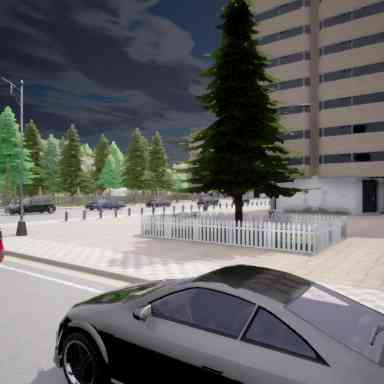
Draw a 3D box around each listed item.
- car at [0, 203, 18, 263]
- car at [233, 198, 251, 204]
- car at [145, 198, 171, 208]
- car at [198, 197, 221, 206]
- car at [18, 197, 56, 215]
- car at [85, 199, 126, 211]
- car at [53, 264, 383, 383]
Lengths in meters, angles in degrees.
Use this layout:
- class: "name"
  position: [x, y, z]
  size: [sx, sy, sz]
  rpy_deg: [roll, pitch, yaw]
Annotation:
- class: "car"
  position: [-7.352, 1.221, 9.179]
  size: [5.566, 2.045, 2.150]
  rpy_deg: [0, 0, 36]
- class: "car"
  position: [9.447, 1.505, 63.286]
  size: [1.837, 1.490, 4.892]
  rpy_deg: [0, 0, 35]
- class: "car"
  position: [-4.964, 1.564, 49.384]
  size: [1.994, 1.385, 4.181]
  rpy_deg: [0, 0, 36]
- class: "car"
  position: [2.865, 1.506, 54.033]
  size: [1.837, 1.490, 4.892]
  rpy_deg: [0, 0, 35]
- class: "car"
  position: [-16.226, 1.352, 33.574]
  size: [2.097, 1.767, 4.553]
  rpy_deg: [0, 0, 35]
- class: "car"
  position: [-10.652, 1.547, 41.412]
  size: [2.033, 1.411, 5.357]
  rpy_deg: [0, 0, 35]
- class: "car"
  position: [0.339, 1.564, 3.749]
  size: [4.181, 1.385, 1.994]
  rpy_deg: [0, 0, 35]
